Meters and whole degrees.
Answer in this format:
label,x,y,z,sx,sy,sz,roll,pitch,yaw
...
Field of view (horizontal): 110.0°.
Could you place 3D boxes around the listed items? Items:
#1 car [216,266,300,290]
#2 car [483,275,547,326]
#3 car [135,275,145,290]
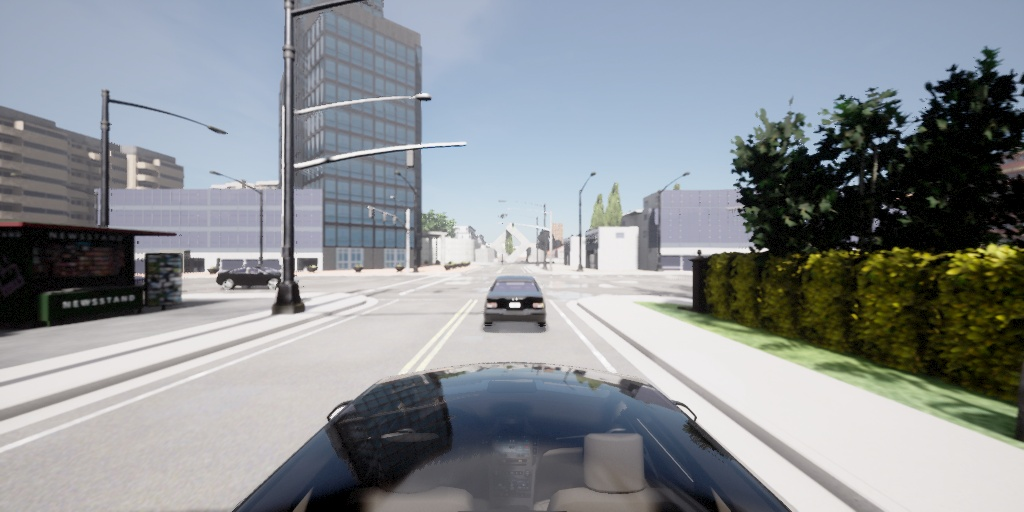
label,x,y,z,sx,sy,sz,roll,pitch,yaw
car,-16.682,1.430,23.686,4.902,1.511,2.128,-1,0,0
car,0.115,1.335,11.863,2.033,1.411,5.357,0,0,1
car,-26.493,1.583,23.606,4.674,1.442,1.812,-1,0,0
